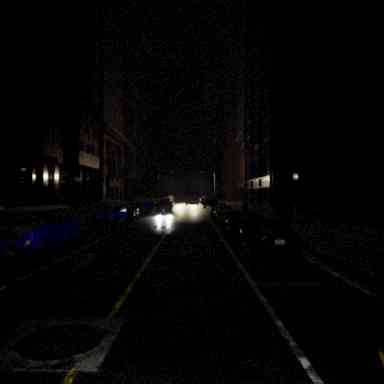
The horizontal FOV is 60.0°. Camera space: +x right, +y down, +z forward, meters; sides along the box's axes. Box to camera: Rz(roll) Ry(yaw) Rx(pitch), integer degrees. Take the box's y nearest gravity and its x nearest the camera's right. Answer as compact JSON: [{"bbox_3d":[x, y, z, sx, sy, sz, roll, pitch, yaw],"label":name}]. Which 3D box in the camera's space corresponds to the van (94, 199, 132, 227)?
[{"bbox_3d":[-5.735,1.471,23.804,1.690,1.788,3.998,0,0,0],"label":"van"}]

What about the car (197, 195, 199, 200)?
[{"bbox_3d":[2.857,2.028,85.776,1.752,1.417,4.829,0,0,0],"label":"car"}]

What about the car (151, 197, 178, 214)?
[{"bbox_3d":[-3.052,1.703,38.062,2.128,1.511,4.902,0,0,0],"label":"car"}]

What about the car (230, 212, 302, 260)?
[{"bbox_3d":[2.777,1.634,12.564,1.947,1.339,4.313,0,0,0],"label":"car"}]

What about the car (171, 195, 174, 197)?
[{"bbox_3d":[-5.680,1.975,74.367,1.887,1.381,4.507,0,0,0],"label":"car"}]

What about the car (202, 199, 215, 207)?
[{"bbox_3d":[2.826,1.876,57.513,2.008,1.369,4.403,0,0,0],"label":"car"}]

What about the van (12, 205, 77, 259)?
[{"bbox_3d":[-5.748,1.409,12.567,1.690,1.788,3.998,0,0,0],"label":"van"}]

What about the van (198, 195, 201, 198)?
[{"bbox_3d":[2.845,1.771,74.370,1.690,1.788,3.998,0,0,0],"label":"van"}]

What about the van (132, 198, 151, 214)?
[{"bbox_3d":[-5.723,1.534,35.040,1.690,1.788,3.998,0,0,0],"label":"van"}]

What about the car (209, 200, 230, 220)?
[{"bbox_3d":[2.796,1.688,29.590,1.752,1.417,4.829,0,0,0],"label":"car"}]

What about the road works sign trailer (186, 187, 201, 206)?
[{"bbox_3d":[0.069,0.818,62.127,2.380,3.560,2.880,0,0,0],"label":"road works sign trailer"}]

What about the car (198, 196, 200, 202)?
[{"bbox_3d":[2.838,1.946,68.750,2.008,1.369,4.403,0,0,0],"label":"car"}]

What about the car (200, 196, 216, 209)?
[{"bbox_3d":[2.820,1.606,51.896,2.192,1.841,5.009,0,0,0],"label":"car"}]

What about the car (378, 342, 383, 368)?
[{"bbox_3d":[2.765,1.534,1.496,1.752,1.417,4.829,0,0,0],"label":"car"}]

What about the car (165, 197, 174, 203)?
[{"bbox_3d":[-5.668,2.052,85.603,2.008,1.369,4.403,0,0,0],"label":"car"}]

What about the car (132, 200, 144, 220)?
[{"bbox_3d":[-5.729,1.706,29.421,1.887,1.381,4.507,0,0,0],"label":"car"}]

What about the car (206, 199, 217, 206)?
[{"bbox_3d":[2.802,1.759,35.038,1.947,1.339,4.313,0,0,0],"label":"car"}]

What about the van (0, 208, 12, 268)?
[{"bbox_3d":[-5.754,1.379,6.949,1.690,1.788,3.998,0,0,0],"label":"van"}]

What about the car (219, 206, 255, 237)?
[{"bbox_3d":[2.783,1.665,18.182,1.947,1.339,4.313,0,0,0],"label":"car"}]

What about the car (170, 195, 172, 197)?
[{"bbox_3d":[-5.687,1.939,68.749,1.887,1.381,4.507,0,0,0],"label":"car"}]
